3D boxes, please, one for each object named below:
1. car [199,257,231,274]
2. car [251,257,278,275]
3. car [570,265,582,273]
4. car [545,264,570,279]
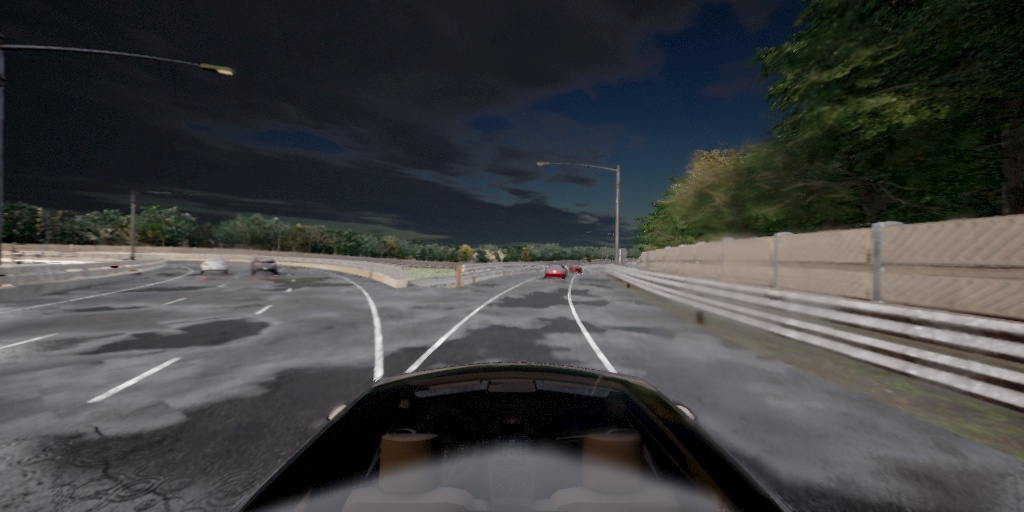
[{"bbox_3d":[-26.454,0.827,31.998,1.812,1.442,4.674,1,0,-38],"label":"car"},{"bbox_3d":[-22.446,0.860,32.500,2.128,1.511,4.902,1,0,-37],"label":"car"},{"bbox_3d":[11.245,2.269,63.322,1.882,1.535,5.008,1,-3,17],"label":"car"},{"bbox_3d":[4.331,1.437,35.003,1.994,1.385,4.181,1,-1,12],"label":"car"}]
